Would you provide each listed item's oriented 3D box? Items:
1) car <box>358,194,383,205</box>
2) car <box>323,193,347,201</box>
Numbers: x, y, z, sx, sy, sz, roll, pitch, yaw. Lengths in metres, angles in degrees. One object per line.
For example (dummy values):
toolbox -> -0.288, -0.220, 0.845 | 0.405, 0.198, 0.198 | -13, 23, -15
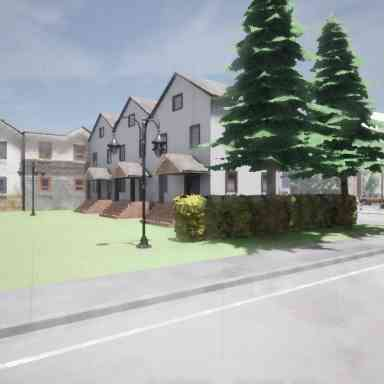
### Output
car -> 27.228, 1.097, 49.253 | 1.932, 1.855, 4.605 | 0, 0, -36
car -> 32.093, 1.097, 74.708 | 1.932, 1.855, 4.605 | 0, 0, -36
